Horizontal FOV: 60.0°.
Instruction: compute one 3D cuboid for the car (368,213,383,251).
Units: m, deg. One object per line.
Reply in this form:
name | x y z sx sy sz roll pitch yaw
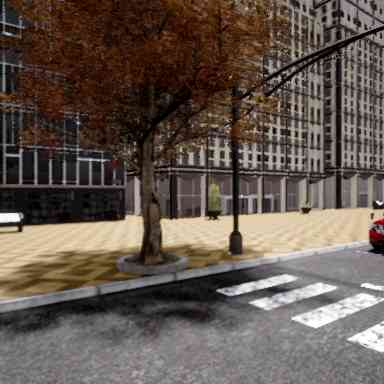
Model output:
car | 8.942 1.316 12.957 5.009 1.841 2.192 0 0 -36
